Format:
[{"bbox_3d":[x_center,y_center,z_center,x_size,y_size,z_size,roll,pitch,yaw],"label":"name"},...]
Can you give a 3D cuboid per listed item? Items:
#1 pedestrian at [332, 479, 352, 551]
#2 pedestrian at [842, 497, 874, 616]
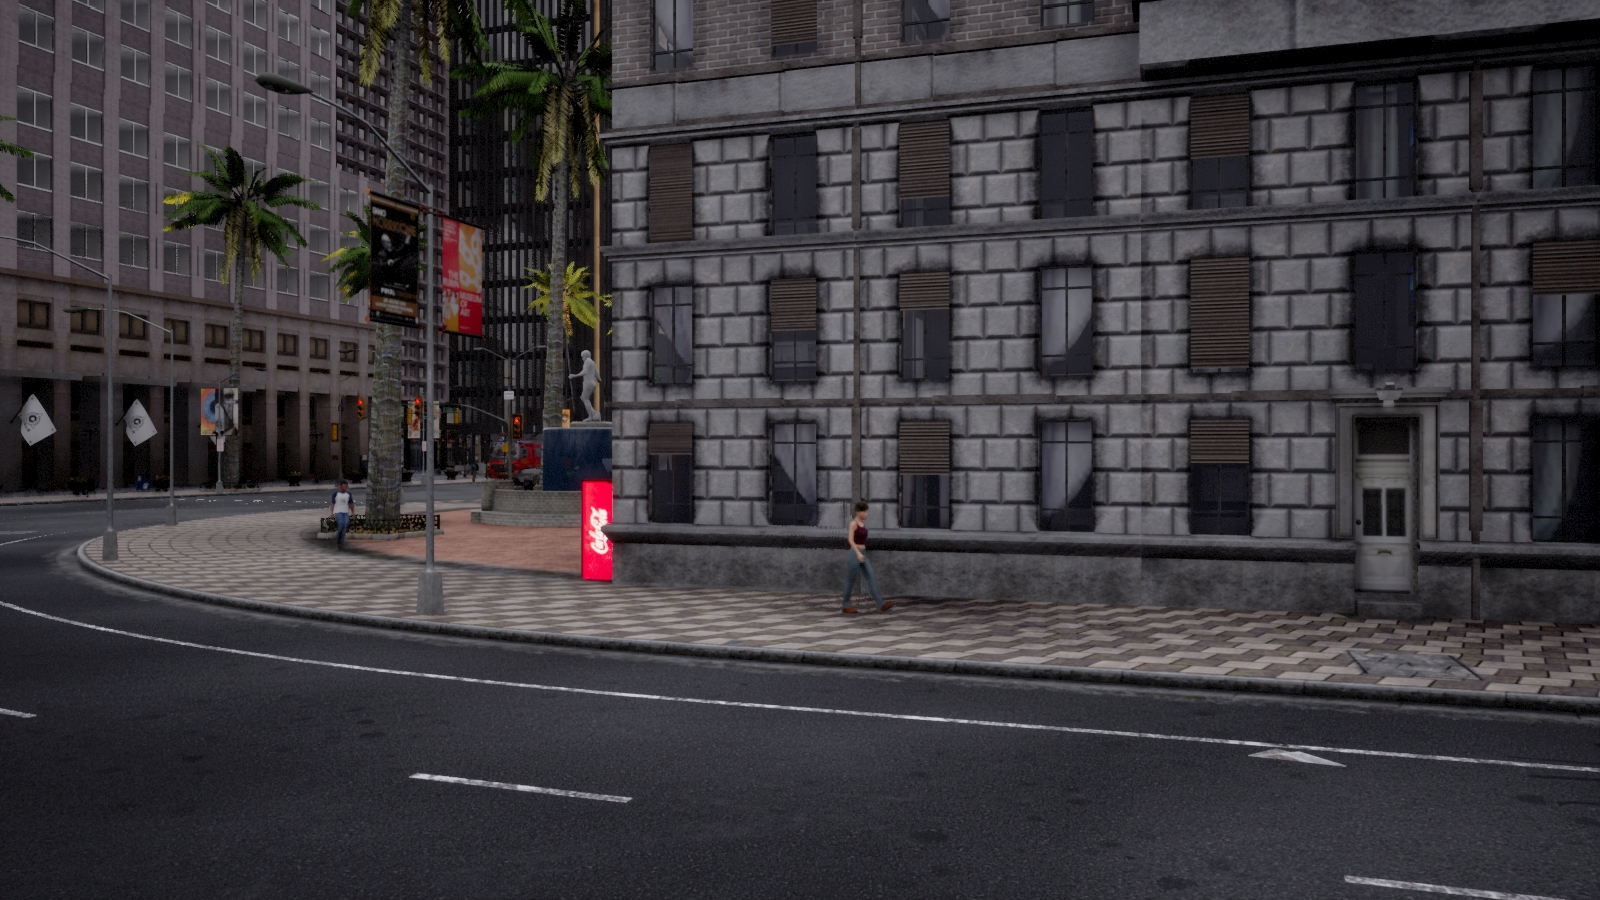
[{"bbox_3d":[-12.057,1.696,30.102,0.375,1.860,0.375,0,0,-43],"label":"pedestrian"},{"bbox_3d":[0.931,1.696,18.317,0.375,1.860,0.375,0,0,34],"label":"pedestrian"}]
